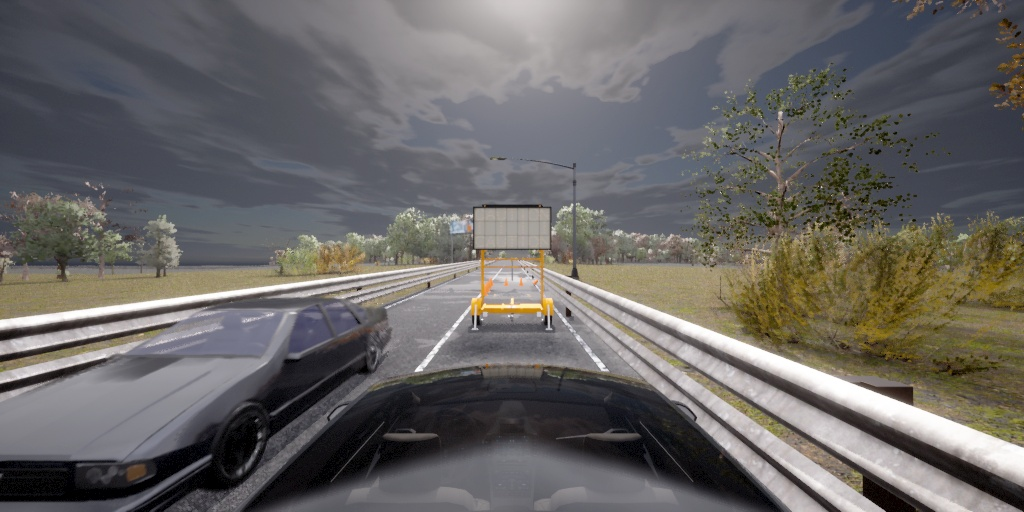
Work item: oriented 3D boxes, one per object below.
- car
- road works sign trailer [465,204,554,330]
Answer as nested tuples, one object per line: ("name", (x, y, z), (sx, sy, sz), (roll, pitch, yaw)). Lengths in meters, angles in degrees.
("car", (-3.250, 1.299, 4.818), (2.033, 1.411, 5.357), (0, 0, 0))
("road works sign trailer", (0.009, 0.218, 11.101), (2.380, 3.560, 2.880), (0, 0, 0))
